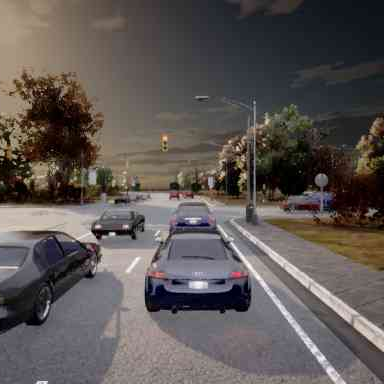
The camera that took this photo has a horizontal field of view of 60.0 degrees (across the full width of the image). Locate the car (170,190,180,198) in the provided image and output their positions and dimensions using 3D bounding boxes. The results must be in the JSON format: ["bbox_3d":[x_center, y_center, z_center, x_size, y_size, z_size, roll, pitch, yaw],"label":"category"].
[{"bbox_3d":[-4.034,0.658,77.576,2.150,2.045,5.566,0,1,-2],"label":"car"}]

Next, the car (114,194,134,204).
[{"bbox_3d":[-10.805,1.273,52.110,1.895,1.301,4.718,0,0,0],"label":"car"}]

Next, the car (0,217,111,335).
[{"bbox_3d":[-3.418,1.528,6.978,2.033,1.411,5.357,0,0,-1],"label":"car"}]

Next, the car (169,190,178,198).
[{"bbox_3d":[-5.107,0.442,93.644,2.150,2.045,5.566,0,1,-7],"label":"car"}]

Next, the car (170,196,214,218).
[{"bbox_3d":[0.039,1.273,16.301,2.097,1.767,4.553,0,0,0],"label":"car"}]

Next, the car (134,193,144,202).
[{"bbox_3d":[-10.819,1.094,61.212,2.128,1.511,4.902,0,0,0],"label":"car"}]

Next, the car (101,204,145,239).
[{"bbox_3d":[-3.482,1.519,16.622,1.895,1.301,4.718,0,0,-1],"label":"car"}]

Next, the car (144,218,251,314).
[{"bbox_3d":[0.079,1.541,7.668,1.994,1.385,4.181,0,0,-1],"label":"car"}]

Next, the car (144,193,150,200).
[{"bbox_3d":[-10.865,1.101,71.169,1.895,1.301,4.718,0,1,-1],"label":"car"}]

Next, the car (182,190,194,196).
[{"bbox_3d":[-0.799,0.573,83.388,2.150,2.045,5.566,0,1,-4],"label":"car"}]

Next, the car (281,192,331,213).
[{"bbox_3d":[11.385,1.154,33.504,4.553,1.767,2.097,0,0,-3],"label":"car"}]

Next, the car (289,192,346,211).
[{"bbox_3d":[14.010,0.996,37.372,5.566,2.045,2.150,0,0,-3],"label":"car"}]

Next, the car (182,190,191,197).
[{"bbox_3d":[-1.619,0.401,94.035,2.097,1.767,4.553,0,1,-7],"label":"car"}]

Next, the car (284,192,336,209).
[{"bbox_3d":[14.413,0.972,40.895,5.566,2.045,2.150,0,0,-3],"label":"car"}]
